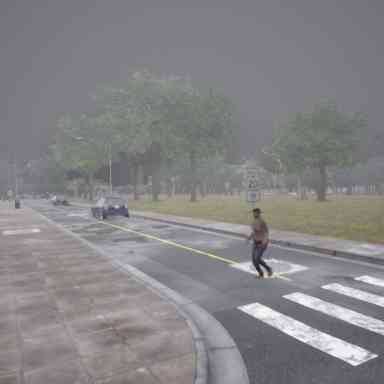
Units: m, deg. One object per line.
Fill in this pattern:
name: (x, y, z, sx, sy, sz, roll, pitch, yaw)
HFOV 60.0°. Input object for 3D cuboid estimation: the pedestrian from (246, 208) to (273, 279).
pedestrian: (1.681, 1.224, 8.279, 0.375, 1.860, 0.375, -1, 1, -30)

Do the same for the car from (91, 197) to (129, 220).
car: (-6.795, 1.207, 27.189, 2.097, 1.767, 4.553, -2, 1, -30)

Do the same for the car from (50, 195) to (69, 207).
car: (-20.301, 1.277, 50.848, 2.097, 1.767, 4.553, -2, 1, -30)
